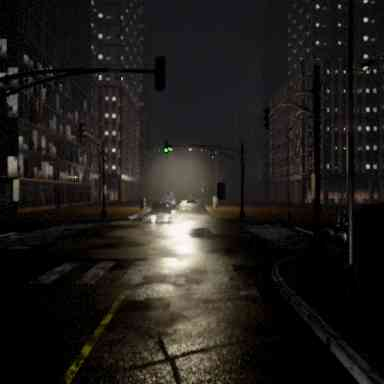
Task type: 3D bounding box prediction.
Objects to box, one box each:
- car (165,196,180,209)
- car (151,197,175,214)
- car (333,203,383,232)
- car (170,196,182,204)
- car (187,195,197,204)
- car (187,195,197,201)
[{"bbox_3d":[-3.091,1.343,43.614,2.097,1.767,4.553,0,0,0],"label":"car"},{"bbox_3d":[-3.115,1.558,34.458,1.994,1.385,4.181,0,0,-1],"label":"car"},{"bbox_3d":[10.936,1.414,19.935,4.553,1.767,2.097,0,0,-1],"label":"car"},{"bbox_3d":[-3.014,1.531,64.186,2.033,1.411,5.357,0,0,0],"label":"car"},{"bbox_3d":[-0.013,1.584,64.824,1.895,1.301,4.718,0,0,0],"label":"car"},{"bbox_3d":[-0.016,1.351,74.798,2.033,1.411,5.357,0,0,0],"label":"car"}]
